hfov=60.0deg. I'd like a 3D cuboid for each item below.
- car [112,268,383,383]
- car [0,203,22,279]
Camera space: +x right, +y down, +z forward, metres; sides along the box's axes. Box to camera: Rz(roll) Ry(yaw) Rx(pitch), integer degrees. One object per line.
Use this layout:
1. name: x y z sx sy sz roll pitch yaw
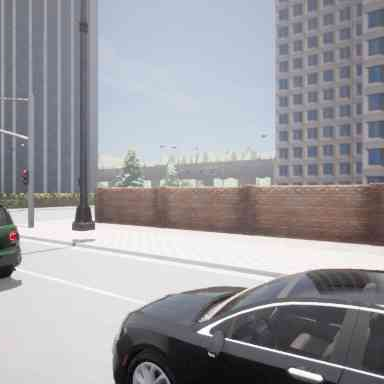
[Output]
1. car: 1.343 1.505 3.035 4.892 1.490 1.837 0 0 36
2. car: -6.735 1.221 8.778 5.566 2.045 2.150 0 0 35
